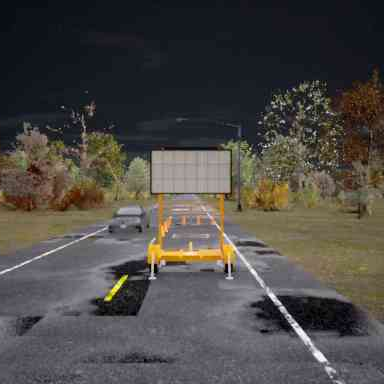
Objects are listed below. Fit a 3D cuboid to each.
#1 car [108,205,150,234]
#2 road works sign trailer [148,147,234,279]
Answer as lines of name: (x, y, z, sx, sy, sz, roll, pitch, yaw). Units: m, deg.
car: (-3.554, 1.525, 19.505, 1.812, 1.442, 4.674, 0, 0, 0)
road works sign trailer: (-0.029, 0.464, 9.974, 2.380, 3.560, 2.880, 0, 0, 0)
